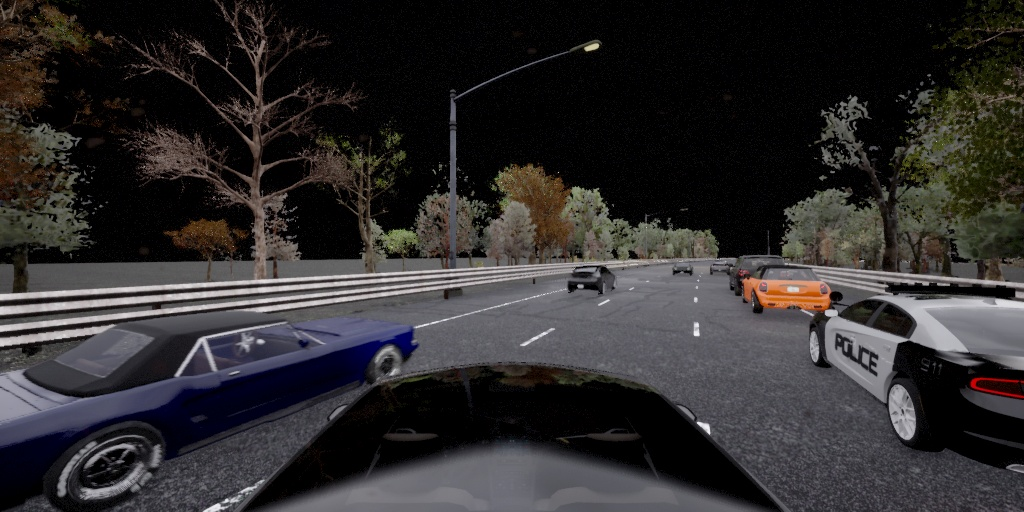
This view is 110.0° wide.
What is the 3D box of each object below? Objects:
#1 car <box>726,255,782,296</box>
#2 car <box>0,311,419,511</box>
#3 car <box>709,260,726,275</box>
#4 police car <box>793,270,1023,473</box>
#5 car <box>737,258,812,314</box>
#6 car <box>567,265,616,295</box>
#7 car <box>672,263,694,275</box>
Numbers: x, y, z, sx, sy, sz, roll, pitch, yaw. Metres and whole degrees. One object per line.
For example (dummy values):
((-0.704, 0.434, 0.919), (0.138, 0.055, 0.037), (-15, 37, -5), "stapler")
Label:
((12.789, 0.978, 18.759), (2.150, 2.045, 5.566), (0, 0, 28), "car")
((-3.359, 1.351, 4.448), (1.895, 1.301, 4.718), (0, 0, 26), "car")
((22.644, 1.261, 39.062), (2.128, 1.511, 4.902), (0, 0, 30), "car")
((5.644, 1.175, 4.758), (1.930, 1.638, 5.238), (0, 0, 26), "police car")
((10.035, 1.102, 13.446), (2.097, 1.767, 4.553), (0, 0, 27), "car")
((4.562, 1.257, 20.124), (1.837, 1.490, 4.892), (0, 0, 27), "car")
((18.539, 1.368, 38.723), (1.895, 1.301, 4.718), (0, 0, 29), "car")
